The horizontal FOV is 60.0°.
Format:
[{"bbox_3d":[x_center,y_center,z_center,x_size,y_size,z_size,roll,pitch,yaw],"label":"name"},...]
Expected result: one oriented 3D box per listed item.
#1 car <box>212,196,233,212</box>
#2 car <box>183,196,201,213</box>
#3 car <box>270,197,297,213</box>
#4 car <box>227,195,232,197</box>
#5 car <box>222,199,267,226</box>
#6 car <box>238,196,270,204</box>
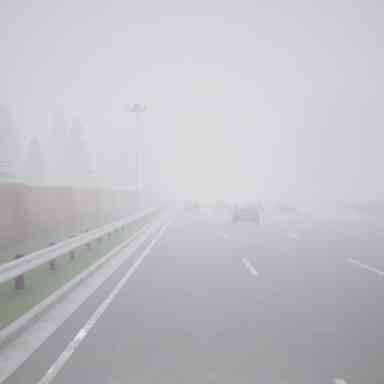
[{"bbox_3d":[3.519,1.574,38.743,1.812,1.442,4.674,0,0,0],"label":"car"},{"bbox_3d":[0.024,1.542,37.027,2.128,1.511,4.902,0,0,0],"label":"car"},{"bbox_3d":[10.520,1.606,37.942,1.994,1.385,4.181,0,0,0],"label":"car"},{"bbox_3d":[10.182,1.639,91.858,2.128,1.511,4.902,0,0,0],"label":"car"},{"bbox_3d":[3.606,1.519,23.783,2.128,1.511,4.902,0,0,0],"label":"car"},{"bbox_3d":[7.019,1.537,38.231,2.128,1.511,4.902,0,0,0],"label":"car"}]
